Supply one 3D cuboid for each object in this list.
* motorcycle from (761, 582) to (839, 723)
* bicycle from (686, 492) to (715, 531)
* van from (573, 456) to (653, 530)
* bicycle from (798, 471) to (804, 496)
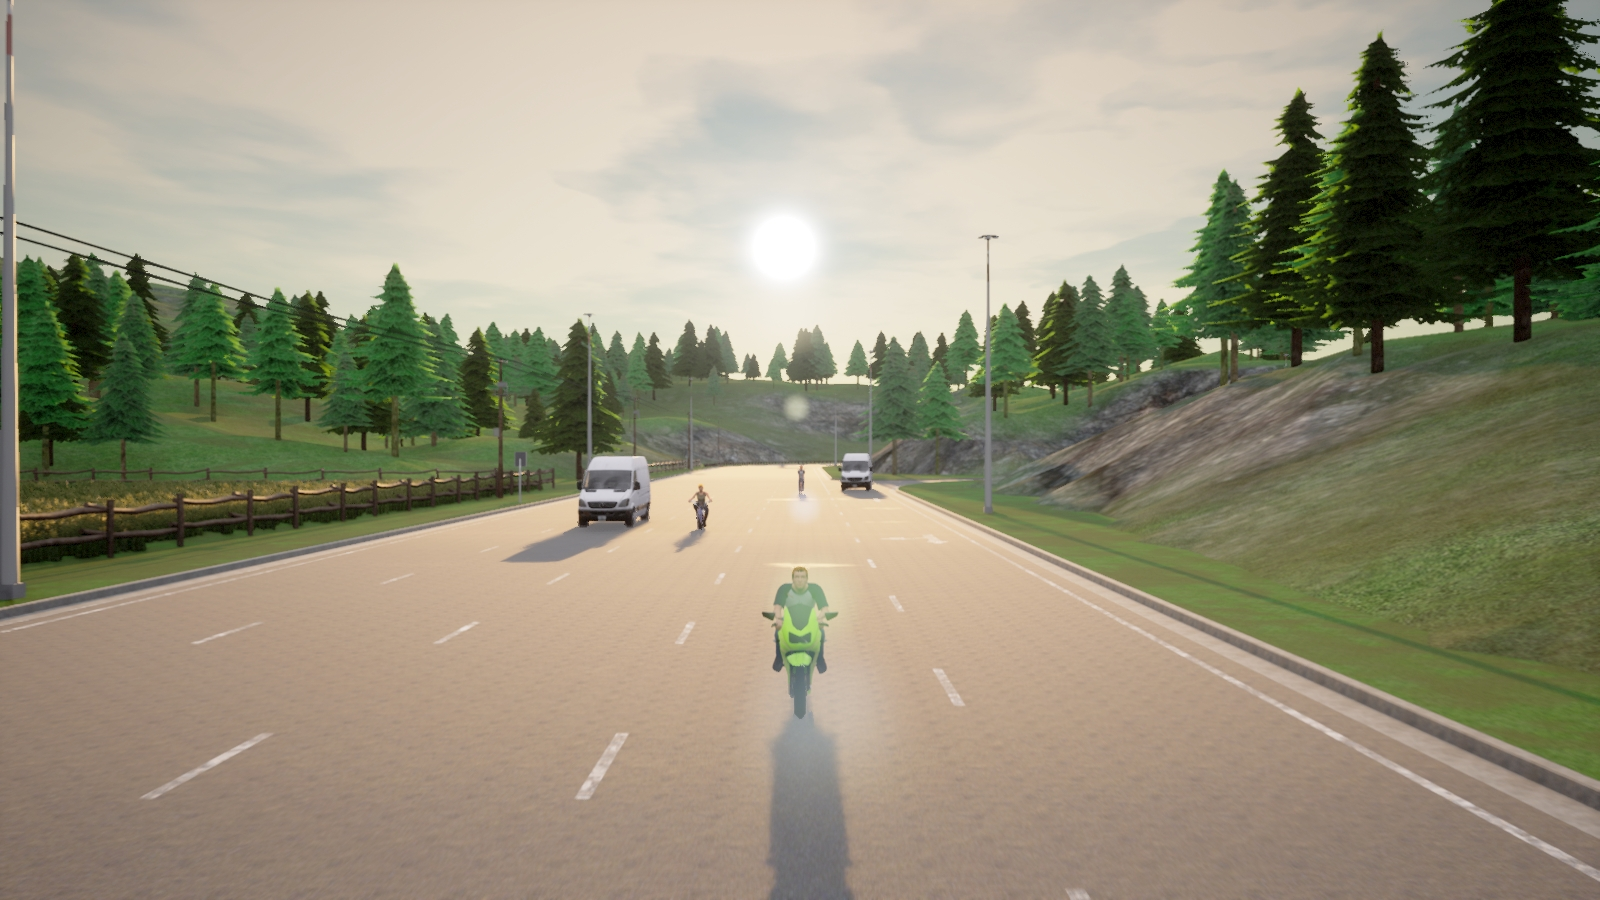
[{"bbox_3d":[0.000,2.180,12.648,0.803,1.199,2.033,0,0,0],"label":"motorcycle"},{"bbox_3d":[-3.465,2.143,39.944,0.859,1.277,1.487,0,0,0],"label":"bicycle"},{"bbox_3d":[-6.957,1.518,43.141,1.988,2.561,5.915,0,0,0],"label":"van"},{"bbox_3d":[0.083,2.030,70.236,0.373,1.496,1.643,0,0,0],"label":"bicycle"}]
